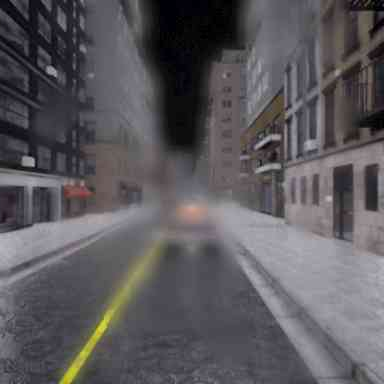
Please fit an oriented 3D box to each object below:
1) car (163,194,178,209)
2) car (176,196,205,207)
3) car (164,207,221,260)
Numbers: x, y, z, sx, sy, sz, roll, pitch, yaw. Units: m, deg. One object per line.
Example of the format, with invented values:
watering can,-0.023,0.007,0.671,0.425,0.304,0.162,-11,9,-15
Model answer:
car,-3.047,1.378,49.683,2.150,2.045,5.566,0,0,0
car,0.039,1.443,27.553,2.097,1.767,4.553,0,0,1
car,0.041,1.535,12.613,2.128,1.511,4.902,0,0,1
